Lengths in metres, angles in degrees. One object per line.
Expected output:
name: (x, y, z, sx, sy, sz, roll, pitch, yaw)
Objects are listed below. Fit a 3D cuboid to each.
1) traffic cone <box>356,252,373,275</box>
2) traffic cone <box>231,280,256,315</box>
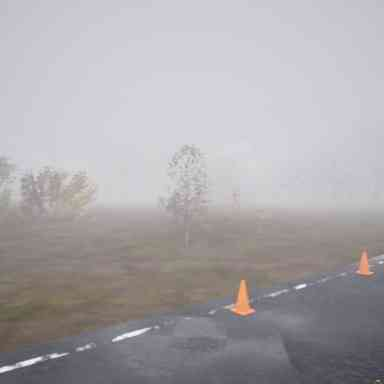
traffic cone: (4.870, 1.989, 9.380, 0.340, 0.580, 0.340, 0, 0, -39)
traffic cone: (0.977, 1.976, 6.355, 0.340, 0.580, 0.340, 0, 0, -37)
